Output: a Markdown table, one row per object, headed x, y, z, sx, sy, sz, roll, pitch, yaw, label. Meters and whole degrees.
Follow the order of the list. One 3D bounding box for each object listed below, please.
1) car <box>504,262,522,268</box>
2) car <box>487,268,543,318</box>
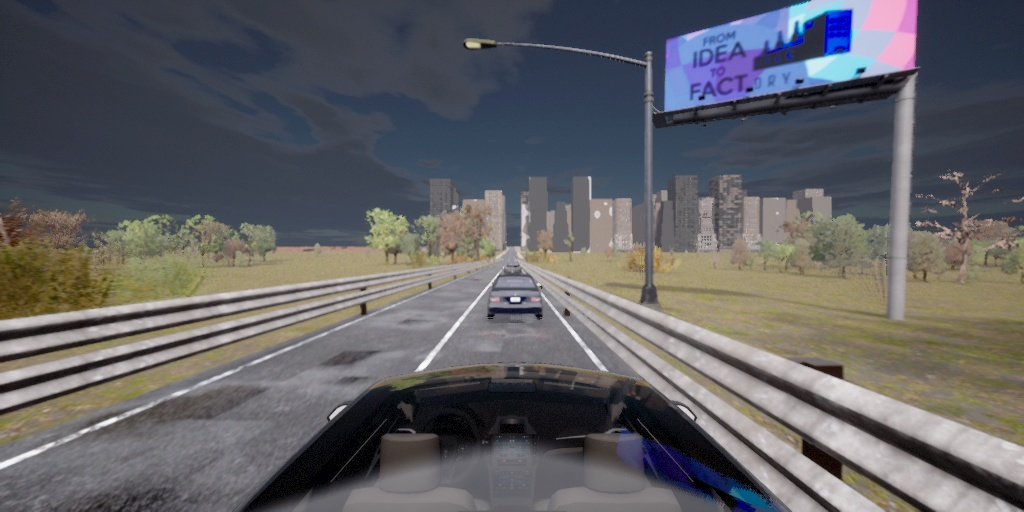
| x | y | z | sx | sy | sz | roll | pitch | yaw | label |
| --- | --- | --- | --- | --- | --- | --- | --- | --- | --- |
| 0.081 | 1.400 | 38.482 | 2.128 | 1.511 | 4.902 | 0 | 0 | 0 | car |
| 0.093 | 1.347 | 13.147 | 2.033 | 1.411 | 5.357 | 0 | 0 | 0 | car |
